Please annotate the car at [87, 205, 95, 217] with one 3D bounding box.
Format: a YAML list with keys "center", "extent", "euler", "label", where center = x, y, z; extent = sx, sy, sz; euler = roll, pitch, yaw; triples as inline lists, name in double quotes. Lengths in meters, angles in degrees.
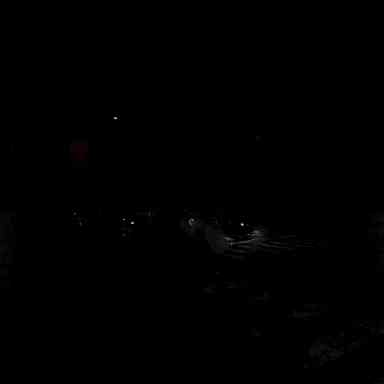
- center: [-11.005, 2.249, 39.629]
  extent: [2.033, 1.411, 5.357]
  euler: [0, -1, -36]
  label: "car"

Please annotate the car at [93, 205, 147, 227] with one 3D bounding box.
- center: [-6.040, 2.009, 27.316]
  extent: [2.033, 1.411, 5.357]
  euler: [0, -1, -35]
  label: "car"

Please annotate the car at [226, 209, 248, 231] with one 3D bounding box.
- center: [1.643, 1.801, 22.302]
  extent: [1.837, 1.490, 4.892]
  euler: [0, -1, -36]
  label: "car"

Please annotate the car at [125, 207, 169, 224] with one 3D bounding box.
- center: [-4.192, 2.082, 30.290]
  extent: [1.895, 1.301, 4.718]
  euler: [0, -1, -36]
  label: "car"

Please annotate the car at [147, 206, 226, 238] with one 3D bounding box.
- center: [-0.457, 1.636, 19.666]
  extent: [2.097, 1.767, 4.553]
  euler: [0, -1, -36]
  label: "car"

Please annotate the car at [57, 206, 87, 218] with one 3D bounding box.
- center: [-14.088, 2.286, 38.347]
  extent: [1.994, 1.385, 4.181]
  euler: [0, -1, -36]
  label: "car"
